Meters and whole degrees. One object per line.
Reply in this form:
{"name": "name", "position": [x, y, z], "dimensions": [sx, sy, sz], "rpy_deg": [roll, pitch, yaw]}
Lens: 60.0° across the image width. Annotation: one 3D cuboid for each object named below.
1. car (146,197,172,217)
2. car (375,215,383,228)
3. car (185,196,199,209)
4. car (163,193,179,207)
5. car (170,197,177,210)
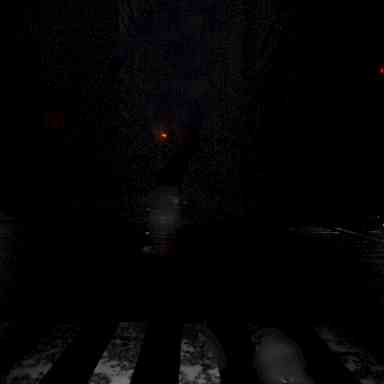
{"name": "car", "position": [-3.206, 1.518, 31.564], "dimensions": [1.812, 1.442, 4.674], "rpy_deg": [0, 0, -1]}
{"name": "car", "position": [13.496, 1.652, 19.561], "dimensions": [4.718, 1.301, 1.895], "rpy_deg": [0, 1, 0]}
{"name": "car", "position": [-0.056, 1.536, 46.276], "dimensions": [2.033, 1.411, 5.357], "rpy_deg": [0, 0, 0]}
{"name": "car", "position": [-3.262, 1.210, 52.114], "dimensions": [2.150, 2.045, 5.566], "rpy_deg": [0, 0, 0]}
{"name": "car", "position": [-3.243, 1.591, 41.524], "dimensions": [1.895, 1.301, 4.718], "rpy_deg": [0, 0, 0]}
